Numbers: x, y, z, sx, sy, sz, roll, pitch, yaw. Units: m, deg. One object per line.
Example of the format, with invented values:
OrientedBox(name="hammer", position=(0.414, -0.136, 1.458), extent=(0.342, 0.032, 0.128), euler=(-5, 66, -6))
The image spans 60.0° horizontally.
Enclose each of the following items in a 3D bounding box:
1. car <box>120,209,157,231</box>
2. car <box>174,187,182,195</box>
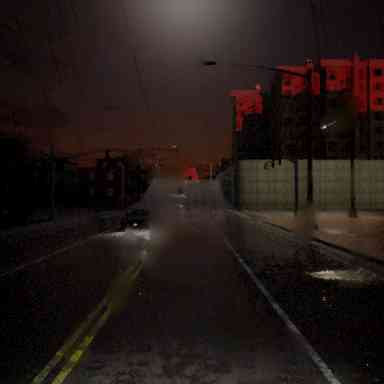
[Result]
OrientedBox(name="car", position=(-3.546, 1.886, 22.806), extent=(1.994, 1.385, 4.181), euler=(0, -1, 1))
OrientedBox(name="car", position=(-3.490, -0.359, 84.379), extent=(1.837, 1.490, 4.892), euler=(0, 12, 0))
